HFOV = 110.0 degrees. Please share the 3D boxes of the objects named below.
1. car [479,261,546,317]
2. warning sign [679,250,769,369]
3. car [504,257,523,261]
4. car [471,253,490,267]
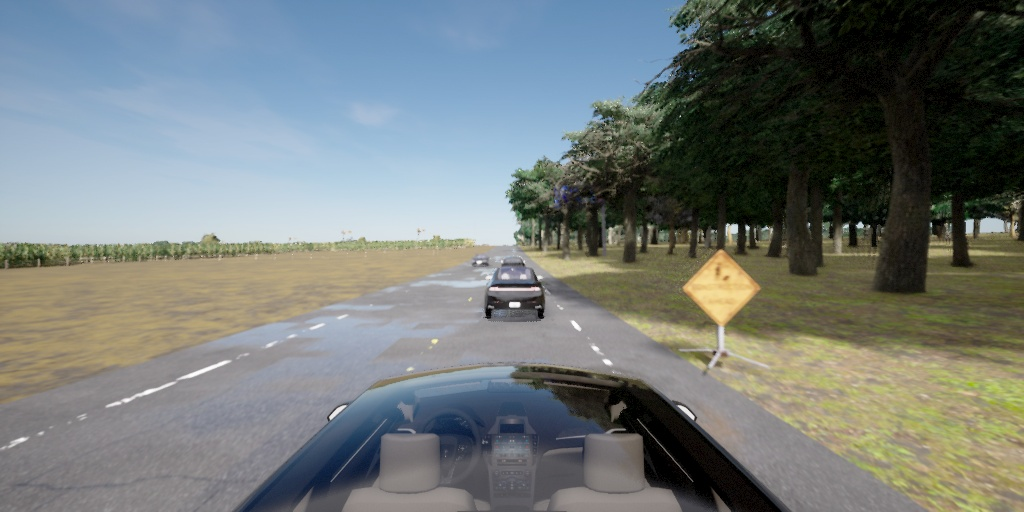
[{"bbox_3d":[0.084,1.106,12.409,2.128,1.511,4.902,0,1,0],"label":"car"},{"bbox_3d":[3.550,0.822,6.110,1.300,1.860,1.060,0,0,0],"label":"warning sign"},{"bbox_3d":[0.087,0.794,29.165,1.882,1.535,5.008,0,1,0],"label":"car"},{"bbox_3d":[-3.594,0.474,41.797,2.128,1.511,4.902,0,2,0],"label":"car"}]
